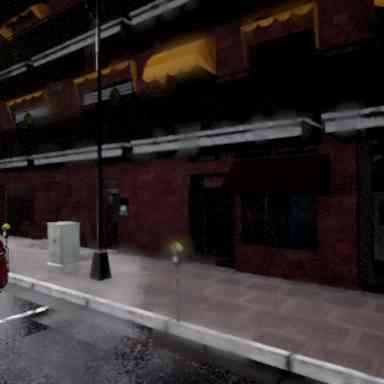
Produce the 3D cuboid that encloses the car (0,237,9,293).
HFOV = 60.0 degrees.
[{"bbox_3d":[-5.858,1.311,7.071,5.009,1.841,2.192,0,-1,36],"label":"car"}]
